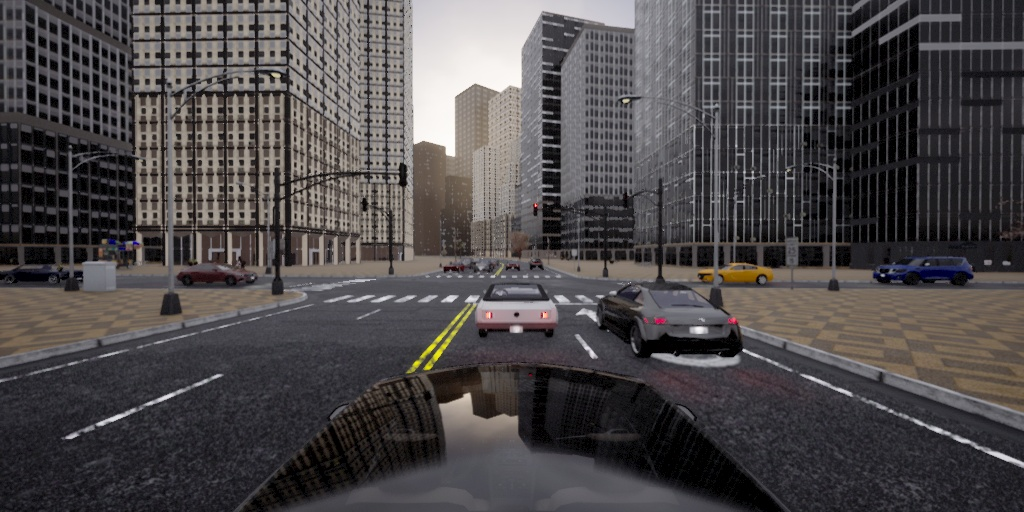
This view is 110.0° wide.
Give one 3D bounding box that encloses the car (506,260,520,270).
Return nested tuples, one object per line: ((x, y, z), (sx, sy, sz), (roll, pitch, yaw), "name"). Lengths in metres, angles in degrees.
((0.114, 1.258, 49.465), (1.895, 1.301, 4.718), (0, 0, 0), "car")

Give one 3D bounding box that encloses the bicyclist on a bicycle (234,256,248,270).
((-24.699, 0.840, 32.632), (0.582, 1.620, 1.656), (0, 1, 1), "bicyclist on a bicycle")

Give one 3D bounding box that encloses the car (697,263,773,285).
((16.316, 1.260, 26.346), (5.008, 1.535, 1.882), (0, 1, 1), "car")

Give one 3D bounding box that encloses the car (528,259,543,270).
((3.365, 1.157, 51.041), (1.837, 1.490, 4.892), (0, 0, 0), "car")

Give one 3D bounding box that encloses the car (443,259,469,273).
((-6.578, 1.281, 41.199), (1.895, 1.301, 4.718), (0, 0, 3), "car")

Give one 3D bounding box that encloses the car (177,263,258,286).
((-19.480, 1.172, 23.767), (4.674, 1.442, 1.812), (0, 1, 1), "car")

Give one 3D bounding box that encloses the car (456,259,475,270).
((-6.565, 1.143, 51.279), (2.128, 1.511, 4.902), (0, 0, 0), "car")

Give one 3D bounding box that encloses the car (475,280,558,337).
((0.101, 1.340, 10.183), (1.895, 1.301, 4.718), (0, 0, 0), "car")

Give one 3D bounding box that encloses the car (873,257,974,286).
((29.768, 1.064, 26.054), (5.566, 2.045, 2.150), (0, 1, 1), "car")

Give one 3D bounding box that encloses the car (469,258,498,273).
((-3.275, 1.170, 41.878), (2.128, 1.511, 4.902), (0, 0, 3), "car")

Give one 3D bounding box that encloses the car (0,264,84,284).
((-31.106, 1.192, 24.061), (4.718, 1.301, 1.895), (0, 1, 1), "car")

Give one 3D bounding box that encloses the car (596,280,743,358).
((3.356, 1.305, 8.470), (1.994, 1.385, 4.181), (0, 0, 0), "car")
